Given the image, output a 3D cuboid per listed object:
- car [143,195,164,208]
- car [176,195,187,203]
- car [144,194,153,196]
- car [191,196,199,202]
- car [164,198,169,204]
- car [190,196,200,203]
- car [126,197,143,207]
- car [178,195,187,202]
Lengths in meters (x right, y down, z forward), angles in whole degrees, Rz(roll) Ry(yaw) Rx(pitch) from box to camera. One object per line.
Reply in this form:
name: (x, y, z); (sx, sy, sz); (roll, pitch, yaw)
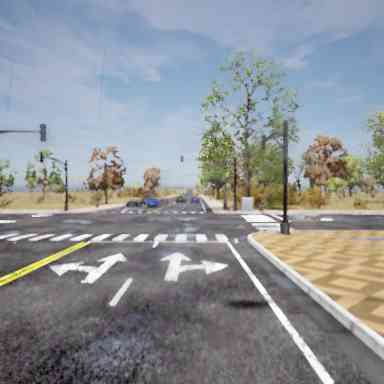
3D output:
car: (-6.267, 1.711, 54.263); (1.882, 1.535, 5.008); (0, 0, 2)
car: (-2.557, 1.660, 75.989); (2.097, 1.767, 4.553); (0, 0, 1)
car: (-9.175, 1.513, 69.674); (2.150, 2.045, 5.566); (0, 0, 1)
car: (0.879, 1.790, 85.992); (1.994, 1.385, 4.181); (0, 0, 1)
car: (-5.933, 1.840, 69.217); (1.994, 1.385, 4.181); (0, 0, 1)
car: (0.692, 1.660, 75.895); (2.097, 1.767, 4.553); (0, 0, 1)
car: (-9.514, 1.797, 54.411); (1.994, 1.385, 4.181); (0, 0, 2)
car: (-2.371, 1.592, 86.022); (2.097, 1.767, 4.553); (0, 0, 1)
